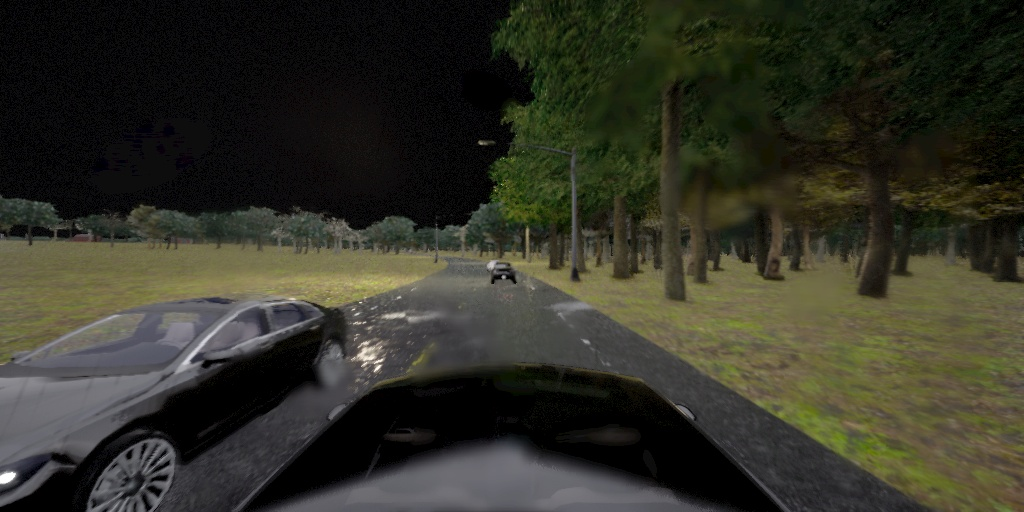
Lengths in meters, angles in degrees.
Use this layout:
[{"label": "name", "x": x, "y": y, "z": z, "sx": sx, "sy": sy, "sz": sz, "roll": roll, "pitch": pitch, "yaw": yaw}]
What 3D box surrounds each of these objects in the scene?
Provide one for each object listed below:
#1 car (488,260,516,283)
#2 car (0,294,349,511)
[{"label": "car", "x": -0.700, "y": 1.239, "z": 27.546, "sx": 1.837, "sy": 1.490, "sz": 4.892, "roll": 0, "pitch": 0, "yaw": -3}, {"label": "car", "x": -3.624, "y": 1.261, "z": 4.063, "sx": 2.128, "sy": 1.511, "sz": 4.902, "roll": 0, "pitch": 0, "yaw": 0}]
